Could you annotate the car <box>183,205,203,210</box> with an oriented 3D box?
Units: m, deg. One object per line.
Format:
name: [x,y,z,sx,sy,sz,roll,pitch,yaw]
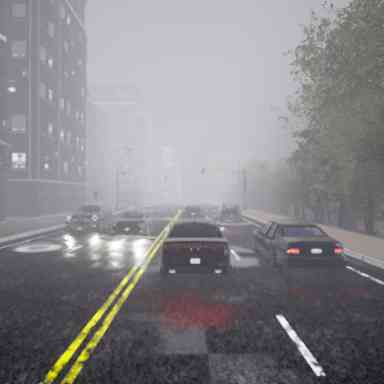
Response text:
car: [0.093,1.868,30.724,1.994,1.385,4.181,0,-1,0]

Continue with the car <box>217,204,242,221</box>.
car: [3.344,1.790,30.230,2.128,1.511,4.902,0,-1,0]

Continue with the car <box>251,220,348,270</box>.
car: [3.343,1.659,11.429,2.033,1.411,5.357,0,-1,0]

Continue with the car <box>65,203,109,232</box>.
car: [-6.602,1.566,21.837,2.097,1.767,4.553,0,0,0]

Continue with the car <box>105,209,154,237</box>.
car: [-3.352,1.752,19.159,1.994,1.385,4.181,0,-1,0]

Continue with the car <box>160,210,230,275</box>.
car: [0.088,1.583,10.805,1.882,1.535,5.008,0,0,0]
